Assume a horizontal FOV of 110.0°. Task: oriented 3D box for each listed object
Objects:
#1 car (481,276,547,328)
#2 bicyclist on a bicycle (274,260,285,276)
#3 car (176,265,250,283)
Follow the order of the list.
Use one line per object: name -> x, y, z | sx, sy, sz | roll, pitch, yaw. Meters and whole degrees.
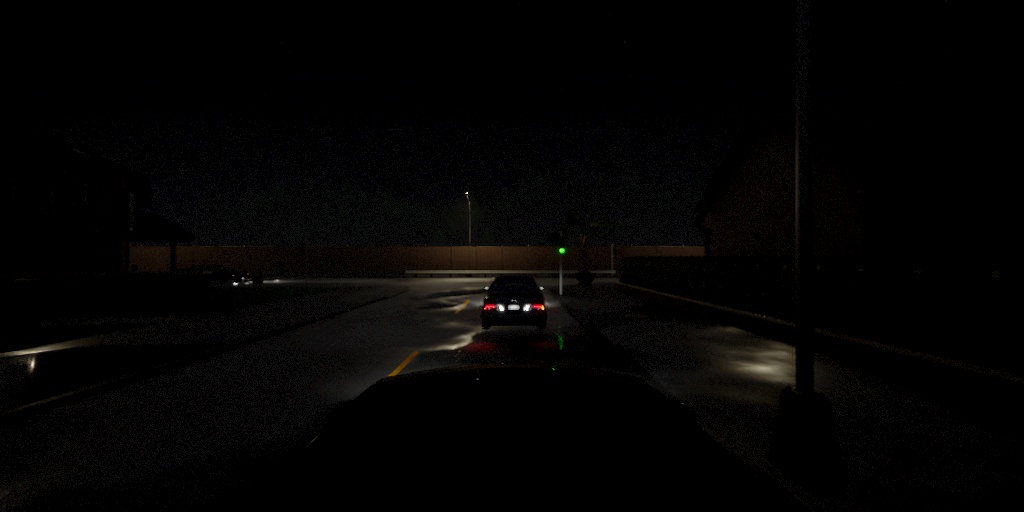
car -> 0.064, 1.337, 11.442 | 2.033, 1.411, 5.357 | 0, 0, 0
bicyclist on a bicycle -> -23.977, 1.240, 36.969 | 0.582, 1.620, 1.656 | 0, 0, 0
car -> -24.084, 1.405, 28.570 | 5.357, 1.411, 2.033 | 0, 0, 0
